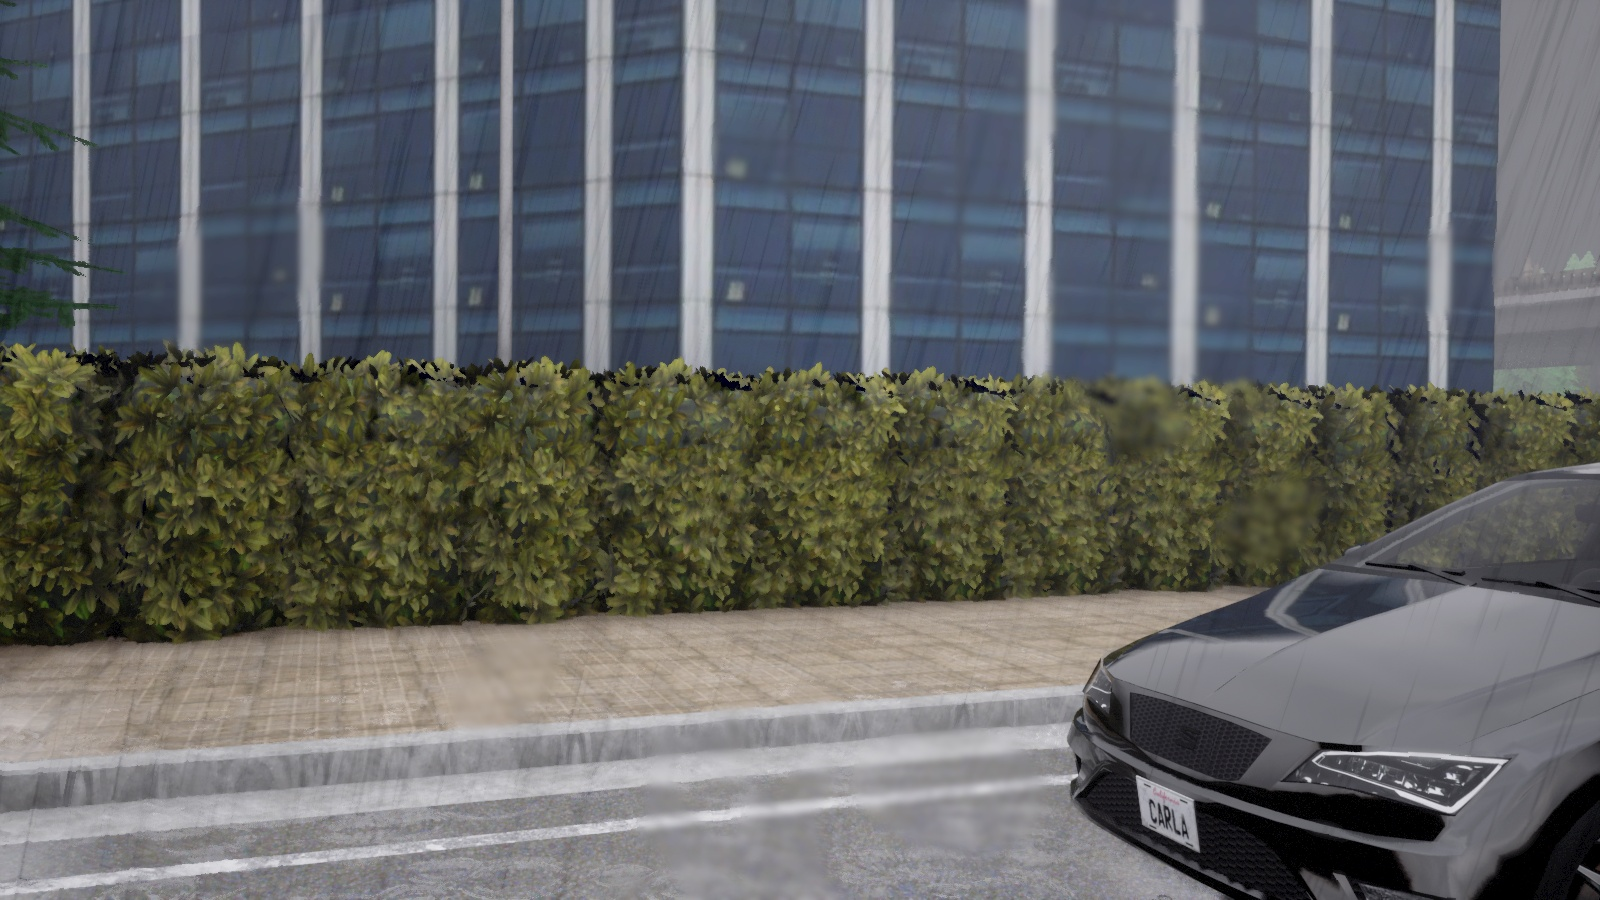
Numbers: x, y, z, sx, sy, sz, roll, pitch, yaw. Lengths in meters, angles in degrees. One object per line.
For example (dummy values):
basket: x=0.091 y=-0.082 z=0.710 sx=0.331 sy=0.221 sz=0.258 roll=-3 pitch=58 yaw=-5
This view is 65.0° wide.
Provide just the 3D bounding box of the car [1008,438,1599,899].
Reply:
car: x=3.034 y=0.707 z=4.392 sx=4.193 sy=1.474 sz=1.816 roll=-1 pitch=1 yaw=-21
